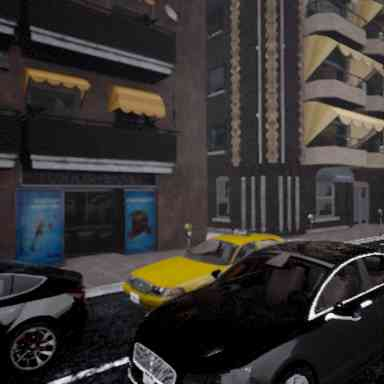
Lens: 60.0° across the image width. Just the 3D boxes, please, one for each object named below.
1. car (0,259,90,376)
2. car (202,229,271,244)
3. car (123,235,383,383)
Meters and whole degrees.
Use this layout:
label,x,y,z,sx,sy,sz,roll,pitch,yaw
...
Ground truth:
label,x,y,z,sx,sy,sz,roll,pitch,yaw
car,-3.463,1.602,4.039,4.313,1.339,1.947,0,0,-37
car,0.908,1.542,7.342,4.829,1.417,1.752,0,0,-37
car,1.530,1.510,4.563,4.892,1.490,1.837,0,0,-37
